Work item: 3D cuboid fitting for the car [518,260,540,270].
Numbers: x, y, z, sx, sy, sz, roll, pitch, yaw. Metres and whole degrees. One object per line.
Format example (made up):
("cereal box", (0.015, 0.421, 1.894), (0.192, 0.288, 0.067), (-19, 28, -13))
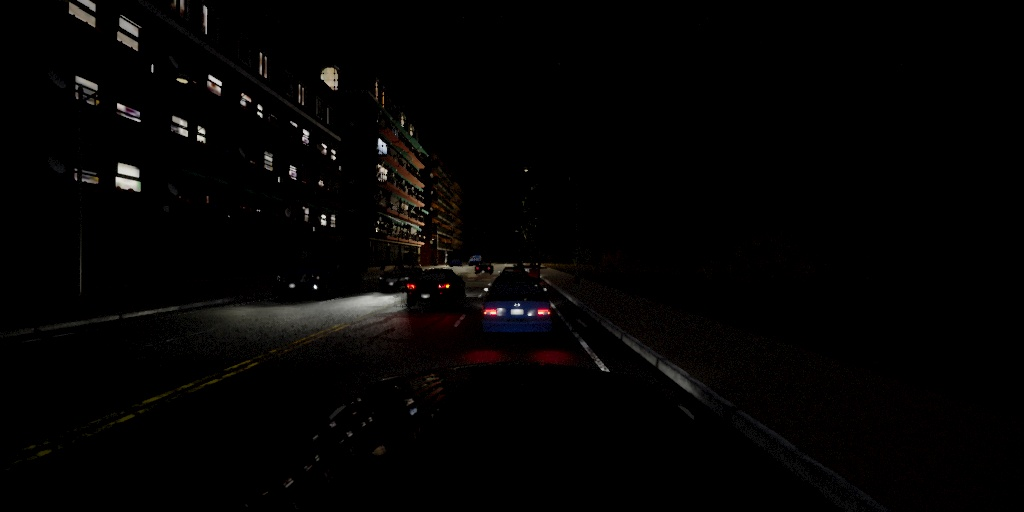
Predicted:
("car", (1.170, 1.104, 29.811), (2.097, 1.767, 4.553), (0, 0, 0))

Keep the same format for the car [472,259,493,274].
("car", (-3.103, 1.354, 40.958), (1.895, 1.301, 4.718), (0, 0, 0))

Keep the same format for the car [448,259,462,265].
("car", (-9.748, 1.277, 61.810), (1.812, 1.442, 4.674), (0, 0, 0))

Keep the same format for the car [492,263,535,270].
("car", (0.116, 1.317, 20.876), (1.994, 1.385, 4.181), (0, 0, 1))

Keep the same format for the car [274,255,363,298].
("car", (-9.832, 0.974, 18.796), (2.150, 2.045, 5.566), (0, 0, 0))

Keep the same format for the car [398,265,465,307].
("car", (-3.135, 1.278, 15.307), (1.812, 1.442, 4.674), (0, 0, 0))

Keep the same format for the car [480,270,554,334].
("car", (0.112, 1.299, 10.542), (2.033, 1.411, 5.357), (0, 0, 0))

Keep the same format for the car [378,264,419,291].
("car", (-6.578, 1.244, 21.998), (2.128, 1.511, 4.902), (0, 0, 0))

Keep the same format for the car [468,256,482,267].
("car", (-6.477, 0.971, 64.535), (2.150, 2.045, 5.566), (0, 0, 1))
